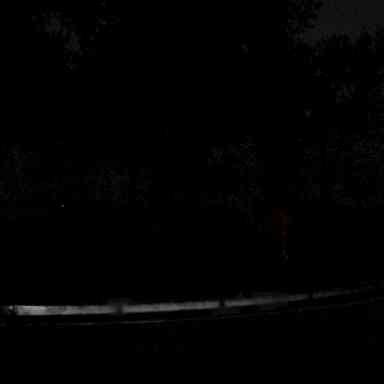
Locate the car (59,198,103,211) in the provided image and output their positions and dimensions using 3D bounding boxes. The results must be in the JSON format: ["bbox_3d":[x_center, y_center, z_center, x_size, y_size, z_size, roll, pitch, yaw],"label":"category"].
[{"bbox_3d":[-13.107,1.498,39.464,4.892,1.490,1.837,0,-1,-31],"label":"car"}]
